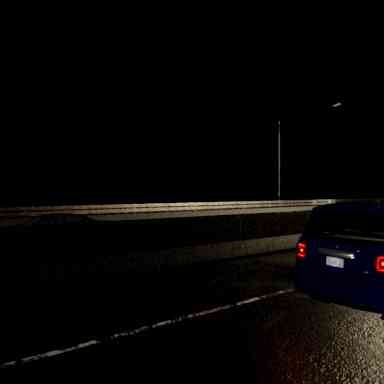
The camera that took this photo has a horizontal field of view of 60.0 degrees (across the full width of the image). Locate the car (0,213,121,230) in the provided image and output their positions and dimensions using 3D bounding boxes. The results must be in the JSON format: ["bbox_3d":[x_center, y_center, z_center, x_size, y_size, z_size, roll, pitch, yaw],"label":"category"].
[{"bbox_3d":[-5.359,1.546,13.066,5.357,1.411,2.033,0,0,-35],"label":"car"}]

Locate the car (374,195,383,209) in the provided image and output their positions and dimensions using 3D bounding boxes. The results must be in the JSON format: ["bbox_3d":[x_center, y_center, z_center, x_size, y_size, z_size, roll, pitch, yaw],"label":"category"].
[{"bbox_3d":[26.430,1.332,44.226,4.553,1.767,2.097,0,0,-35],"label":"car"}]

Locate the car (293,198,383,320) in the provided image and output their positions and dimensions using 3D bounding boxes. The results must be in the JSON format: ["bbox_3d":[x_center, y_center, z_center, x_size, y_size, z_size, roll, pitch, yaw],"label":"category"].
[{"bbox_3d":[4.478,1.219,6.935,5.566,2.045,2.150,0,0,-36],"label":"car"}]
